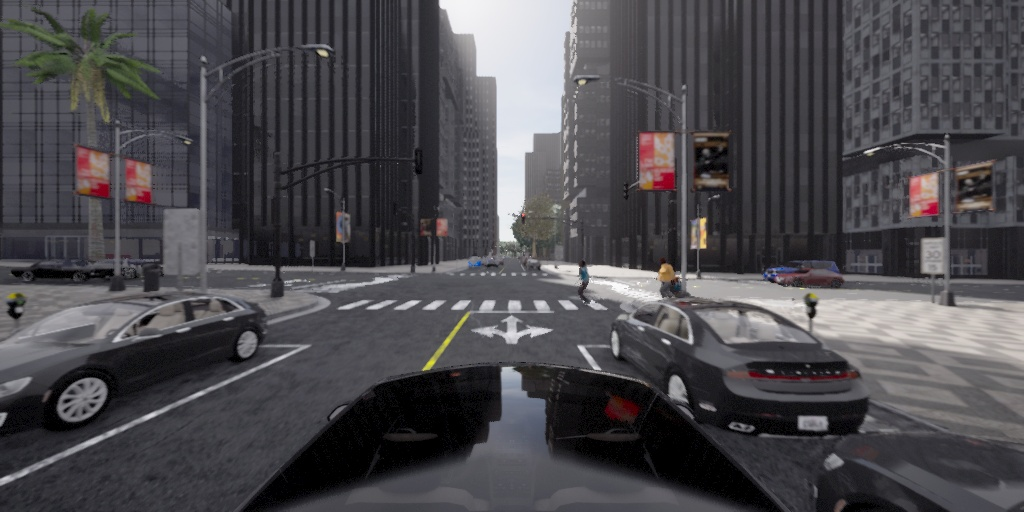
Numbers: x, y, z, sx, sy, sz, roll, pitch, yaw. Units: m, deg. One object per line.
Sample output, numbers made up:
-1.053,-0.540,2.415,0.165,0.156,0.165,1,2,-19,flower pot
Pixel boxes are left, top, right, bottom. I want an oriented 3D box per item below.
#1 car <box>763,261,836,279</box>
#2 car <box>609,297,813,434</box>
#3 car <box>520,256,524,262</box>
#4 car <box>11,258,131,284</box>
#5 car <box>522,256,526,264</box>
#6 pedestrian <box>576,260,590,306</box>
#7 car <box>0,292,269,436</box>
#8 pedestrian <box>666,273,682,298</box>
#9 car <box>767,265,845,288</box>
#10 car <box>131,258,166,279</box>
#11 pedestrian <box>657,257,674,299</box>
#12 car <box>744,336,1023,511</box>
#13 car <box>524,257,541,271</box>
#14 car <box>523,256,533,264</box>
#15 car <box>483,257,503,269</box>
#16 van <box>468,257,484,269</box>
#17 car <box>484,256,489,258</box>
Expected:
24.855,1.407,30.820,5.566,2.045,2.150,1,0,0,car
2.762,1.293,5.476,2.007,1.370,4.403,0,0,0,car
3.090,0.944,64.197,2.192,1.841,5.009,0,0,1,car
-25.835,0.871,21.022,4.718,1.301,1.895,1,0,0,car
3.041,1.190,58.685,2.007,1.370,4.403,0,0,1,car
2.802,1.018,13.948,0.375,1.860,0.375,0,0,0,pedestrian
-5.764,1.293,5.478,2.007,1.370,4.403,0,0,0,car
5.896,1.247,12.648,0.500,1.100,0.500,0,0,0,pedestrian
22.841,1.673,27.574,4.674,1.442,1.812,1,0,0,car
-26.025,0.830,24.275,4.181,1.385,1.994,1,0,0,car
5.731,0.865,13.347,0.375,1.860,0.375,0,0,0,pedestrian
2.763,1.303,0.484,2.007,1.370,4.403,0,0,0,car
2.943,1.210,47.659,2.007,1.370,4.403,0,0,1,car
2.993,1.175,53.342,1.751,1.417,4.829,0,0,1,car
-2.830,1.250,53.263,1.895,1.301,4.718,0,0,1,car
-5.533,0.990,53.245,1.690,1.789,3.998,0,0,1,van
-5.435,1.196,64.270,1.948,1.339,4.313,0,0,1,car
